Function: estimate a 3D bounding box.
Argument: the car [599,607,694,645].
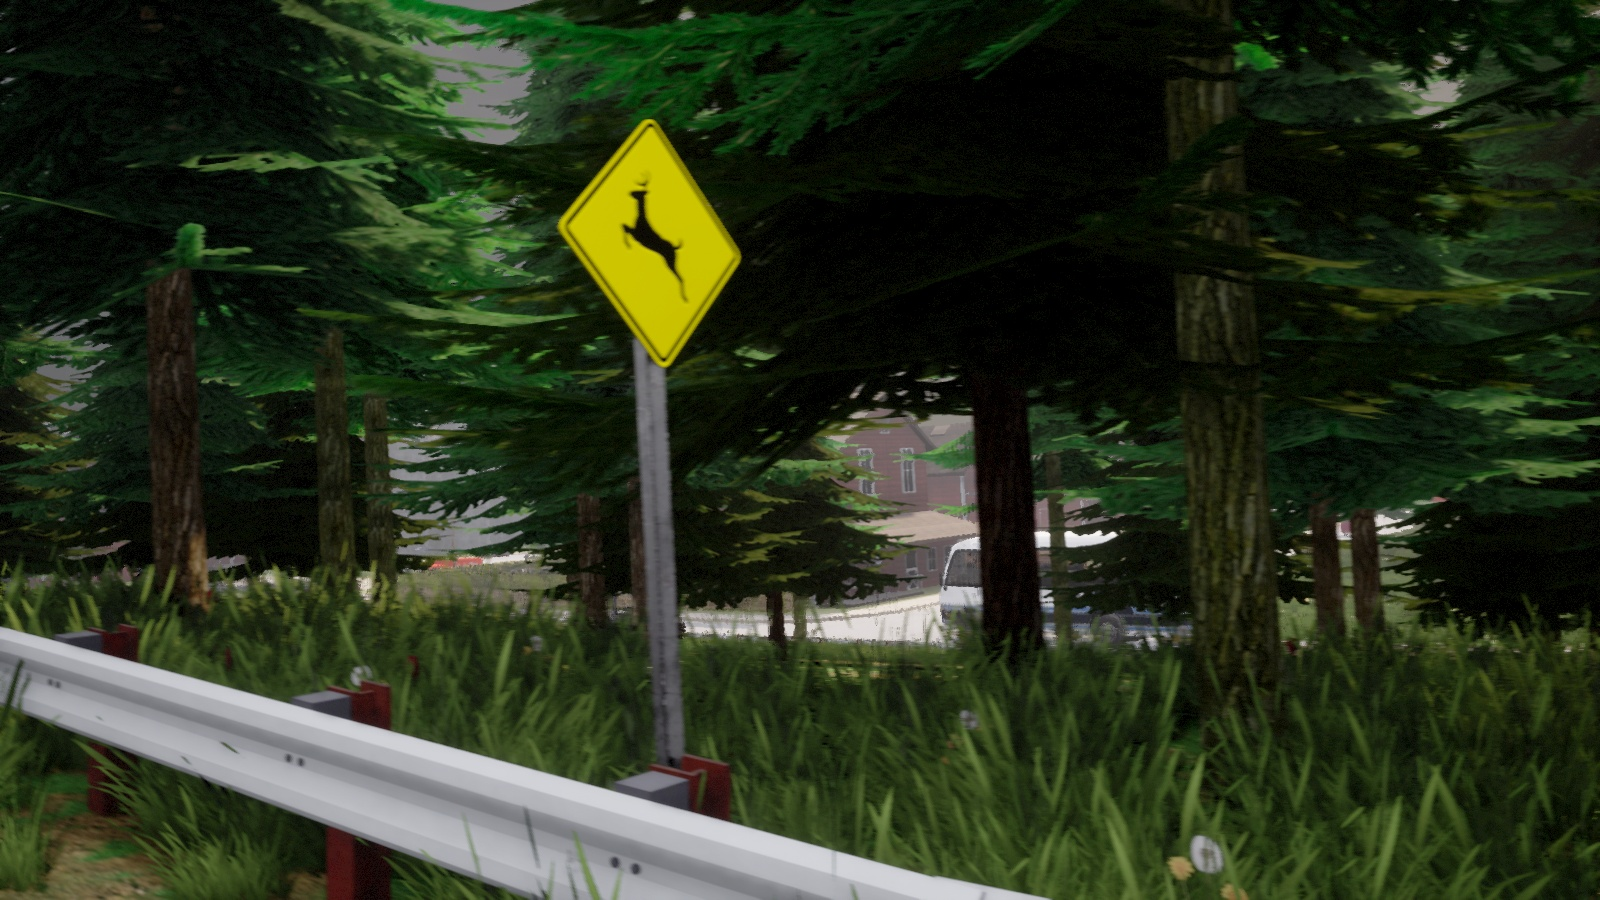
[{"bbox_3d":[-7.064,8.049,57.713,4.193,1.474,1.816,-6,-2,39],"label":"car"}]

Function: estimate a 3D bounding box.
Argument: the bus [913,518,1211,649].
[{"bbox_3d":[9.910,5.079,48.368,10.273,4.253,3.944,-5,-1,36],"label":"bus"}]
